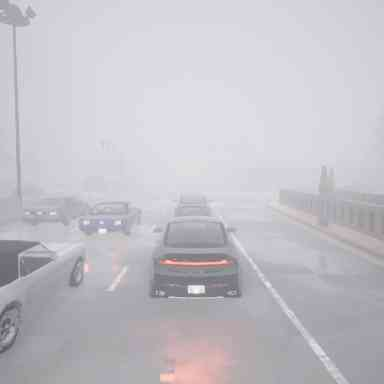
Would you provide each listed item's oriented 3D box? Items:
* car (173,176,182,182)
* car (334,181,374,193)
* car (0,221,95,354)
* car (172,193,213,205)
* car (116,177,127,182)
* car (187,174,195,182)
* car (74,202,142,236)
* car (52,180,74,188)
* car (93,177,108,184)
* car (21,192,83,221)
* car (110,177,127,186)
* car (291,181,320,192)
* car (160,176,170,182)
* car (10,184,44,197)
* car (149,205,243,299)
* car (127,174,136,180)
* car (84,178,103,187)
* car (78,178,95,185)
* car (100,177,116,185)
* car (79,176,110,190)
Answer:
[{"bbox_3d":[-3.898,-3.430,88.393,1.812,1.442,4.674,0,3,0],"label":"car"},{"bbox_3d":[18.466,-0.473,38.771,5.008,1.535,1.882,0,3,2],"label":"car"},{"bbox_3d":[-3.421,1.506,5.915,1.895,1.301,4.718,0,2,0],"label":"car"},{"bbox_3d":[0.035,0.838,17.511,1.837,1.490,4.892,0,3,-1],"label":"car"},{"bbox_3d":[-17.882,-3.189,84.855,1.994,1.385,4.181,0,3,0],"label":"car"},{"bbox_3d":[-0.404,-3.503,89.674,2.128,1.511,4.902,0,3,0],"label":"car"},{"bbox_3d":[-3.456,1.078,15.041,1.895,1.301,4.718,0,3,0],"label":"car"},{"bbox_3d":[-21.324,-1.332,55.042,1.895,1.301,4.718,0,4,0],"label":"car"},{"bbox_3d":[-21.349,-2.781,77.752,2.128,1.511,4.902,0,3,0],"label":"car"},{"bbox_3d":[-6.968,0.868,17.674,2.033,1.411,5.357,0,3,0],"label":"car"},{"bbox_3d":[-14.318,-1.950,63.225,1.882,1.535,5.008,0,3,0],"label":"car"},{"bbox_3d":[15.023,-0.643,42.381,4.674,1.442,1.812,0,3,2],"label":"car"},{"bbox_3d":[-7.398,-3.429,88.377,1.812,1.442,4.674,0,3,0],"label":"car"},{"bbox_3d":[-17.754,-0.213,35.946,1.994,1.385,4.181,0,3,0],"label":"car"},{"bbox_3d":[0.070,1.338,8.132,1.837,1.490,4.892,0,2,0],"label":"car"},{"bbox_3d":[-14.353,-3.138,78.686,2.150,2.045,5.566,0,3,0],"label":"car"},{"bbox_3d":[-17.827,-1.770,60.476,2.128,1.511,4.902,0,4,0],"label":"car"},{"bbox_3d":[-21.300,-2.153,67.366,1.812,1.442,4.674,0,3,0],"label":"car"},{"bbox_3d":[-17.817,-2.369,70.949,2.128,1.511,4.902,0,3,0],"label":"car"},{"bbox_3d":[-14.310,-1.351,49.095,2.150,2.045,5.566,0,3,0],"label":"car"}]
